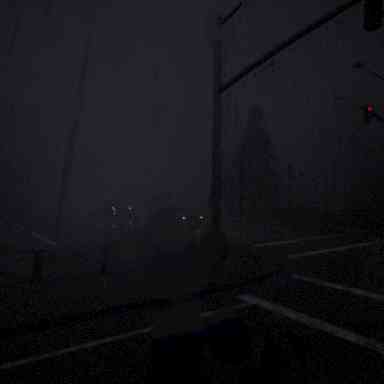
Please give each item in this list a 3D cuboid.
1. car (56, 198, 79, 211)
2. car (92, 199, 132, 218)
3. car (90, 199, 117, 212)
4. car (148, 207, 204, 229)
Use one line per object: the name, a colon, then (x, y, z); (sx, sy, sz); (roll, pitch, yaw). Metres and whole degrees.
car: (-16.582, 1.541, 44.315); (1.882, 1.535, 5.008); (1, 0, -36)
car: (-7.482, 1.498, 31.821); (2.097, 1.767, 4.553); (1, 0, -36)
car: (-11.617, 1.714, 43.644); (1.812, 1.442, 4.674); (1, -1, -36)
car: (-1.203, 1.749, 23.292); (1.895, 1.301, 4.718); (1, 0, -36)
